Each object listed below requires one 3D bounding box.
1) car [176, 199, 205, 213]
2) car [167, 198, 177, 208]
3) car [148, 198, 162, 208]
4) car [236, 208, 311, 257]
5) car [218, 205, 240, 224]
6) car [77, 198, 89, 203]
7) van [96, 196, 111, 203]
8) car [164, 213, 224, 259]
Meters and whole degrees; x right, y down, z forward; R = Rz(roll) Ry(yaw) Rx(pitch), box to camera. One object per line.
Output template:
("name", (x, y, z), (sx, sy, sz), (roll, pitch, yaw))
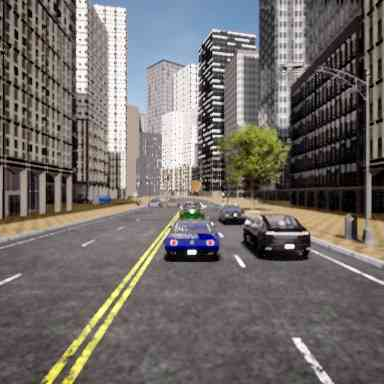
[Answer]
("car", (0.027, 1.621, 28.411), (2.097, 1.767, 4.553), (0, -1, 0))
("car", (-3.295, 1.878, 58.757), (2.097, 1.767, 4.553), (0, 0, 0))
("car", (-6.540, 1.882, 59.210), (2.097, 1.767, 4.553), (0, 0, 0))
("car", (3.273, 1.624, 13.503), (2.128, 1.511, 4.902), (0, 0, 0))
("car", (3.265, 1.809, 27.496), (2.033, 1.411, 5.357), (0, 0, 0))
("car", (-28.167, 2.111, 84.403), (4.507, 1.381, 1.887), (0, 0, 1))
("van", (-22.628, 1.932, 84.356), (3.998, 1.788, 1.690), (0, 0, 1))
("car", (0.019, 1.730, 13.236), (1.895, 1.301, 4.718), (0, -1, 0))
